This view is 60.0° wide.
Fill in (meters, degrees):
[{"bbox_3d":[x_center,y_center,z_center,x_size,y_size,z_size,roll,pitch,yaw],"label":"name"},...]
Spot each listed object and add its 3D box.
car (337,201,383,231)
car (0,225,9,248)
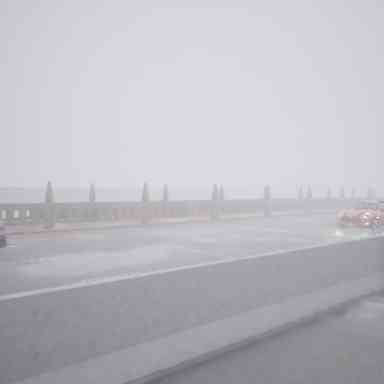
[{"bbox_3d":[11.075,1.353,20.850,4.553,1.767,2.097,0,0,-37],"label":"car"},{"bbox_3d":[-8.591,1.526,10.771,4.674,1.442,1.812,0,0,-36],"label":"car"}]
